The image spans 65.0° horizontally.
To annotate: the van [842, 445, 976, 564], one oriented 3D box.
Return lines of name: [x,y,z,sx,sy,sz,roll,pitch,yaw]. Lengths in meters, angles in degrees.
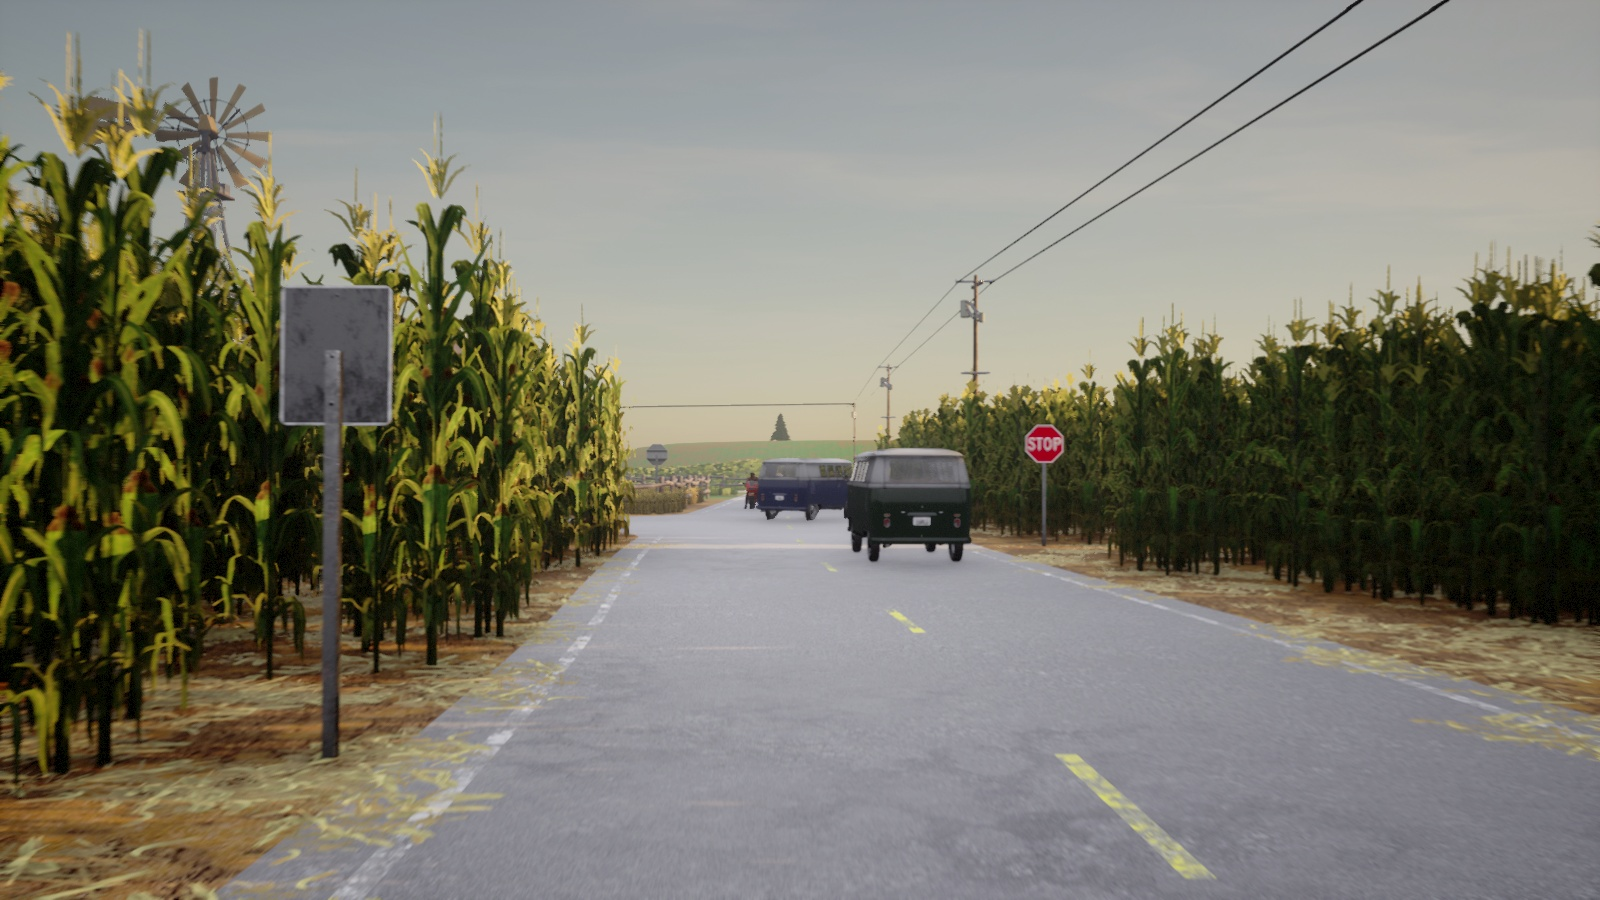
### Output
van: [1.903,0.948,23.209,1.775,1.987,4.442,0,-1,-4]

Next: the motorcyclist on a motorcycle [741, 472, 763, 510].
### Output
motorcyclist on a motorcycle: [-1.948,1.658,50.934,0.797,1.523,2.044,0,-1,1]

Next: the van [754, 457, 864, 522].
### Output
van: [0.361,1.253,41.021,1.775,1.987,4.442,0,-1,28]
